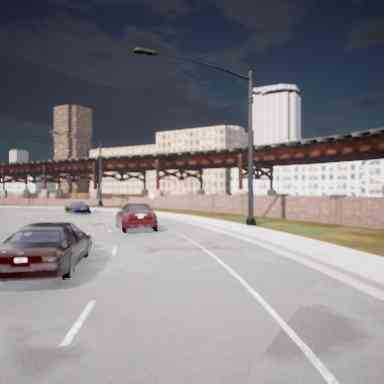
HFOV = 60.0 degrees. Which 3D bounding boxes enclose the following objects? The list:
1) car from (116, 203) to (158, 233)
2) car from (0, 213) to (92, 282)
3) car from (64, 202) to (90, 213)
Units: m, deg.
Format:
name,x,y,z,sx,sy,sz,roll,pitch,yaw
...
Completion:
name,x,y,z,sx,sy,sz,roll,pitch,yaw
car,-3.594,1.464,21.081,2.097,1.767,4.553,-1,0,-18
car,-4.294,1.621,10.070,2.033,1.411,5.357,0,0,-9
car,-13.603,1.843,39.235,1.994,1.385,4.181,-1,0,-38
